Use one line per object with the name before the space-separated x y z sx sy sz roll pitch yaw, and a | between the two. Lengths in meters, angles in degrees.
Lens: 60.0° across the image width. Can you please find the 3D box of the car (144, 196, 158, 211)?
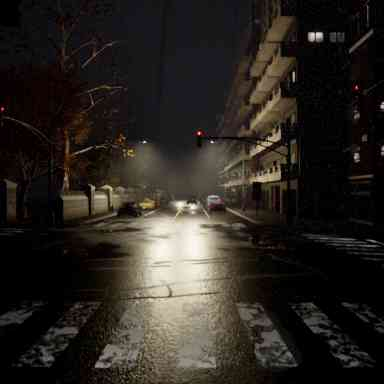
car | -5.688 1.550 41.917 1.752 1.417 4.829 0 0 0

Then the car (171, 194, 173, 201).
car | -5.689 1.508 70.237 1.967 1.590 4.097 0 0 0

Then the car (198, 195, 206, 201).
car | 2.690 1.544 87.127 1.967 1.590 4.097 0 0 0

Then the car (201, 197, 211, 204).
car | 2.691 1.602 64.607 1.887 1.381 4.507 0 0 0

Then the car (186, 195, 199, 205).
car | -0.001 1.597 59.542 2.033 1.411 5.357 0 0 0

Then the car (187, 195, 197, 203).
car | 0.000 1.444 69.961 1.837 1.490 4.892 0 0 0

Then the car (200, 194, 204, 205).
car | 2.692 1.480 53.347 1.967 1.590 4.097 0 0 0

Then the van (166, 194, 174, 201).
van | -5.690 1.445 87.127 1.690 1.788 3.998 0 0 0

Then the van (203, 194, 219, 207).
van | 2.693 1.366 42.087 1.690 1.788 3.998 0 0 0

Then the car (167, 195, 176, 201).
car | -5.690 1.669 92.757 2.008 1.369 4.403 0 0 0

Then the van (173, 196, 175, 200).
van | -5.690 1.432 81.498 1.690 1.788 3.998 0 0 0

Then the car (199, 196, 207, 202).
car | 2.690 1.635 81.497 1.887 1.381 4.507 0 0 0

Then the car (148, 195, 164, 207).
car | -5.688 1.347 47.717 2.192 1.841 5.009 0 0 0

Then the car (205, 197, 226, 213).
car | 2.692 1.564 36.456 1.887 1.381 4.507 0 0 0

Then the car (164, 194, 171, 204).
car | -5.689 1.498 64.608 1.967 1.590 4.097 0 0 0

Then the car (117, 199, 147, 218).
car | -5.688 1.580 30.825 1.947 1.339 4.313 0 0 0
